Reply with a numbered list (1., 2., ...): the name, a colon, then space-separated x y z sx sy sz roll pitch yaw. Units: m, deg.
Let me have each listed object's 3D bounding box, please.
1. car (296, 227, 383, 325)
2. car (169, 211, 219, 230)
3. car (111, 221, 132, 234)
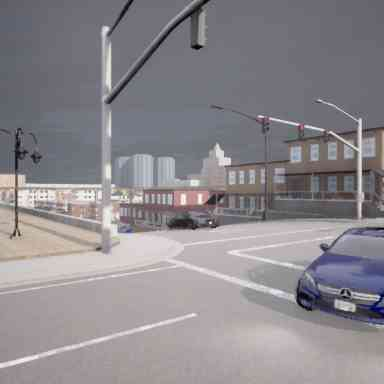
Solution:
1. car: 3.885 1.521 7.022 1.812 1.442 4.674 1 1 39
2. car: 0.068 2.040 24.037 1.994 1.385 4.181 0 -4 -36
3. car: -8.422 4.117 35.570 2.150 2.045 5.566 0 -12 -36
